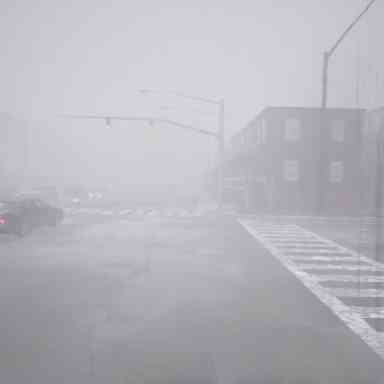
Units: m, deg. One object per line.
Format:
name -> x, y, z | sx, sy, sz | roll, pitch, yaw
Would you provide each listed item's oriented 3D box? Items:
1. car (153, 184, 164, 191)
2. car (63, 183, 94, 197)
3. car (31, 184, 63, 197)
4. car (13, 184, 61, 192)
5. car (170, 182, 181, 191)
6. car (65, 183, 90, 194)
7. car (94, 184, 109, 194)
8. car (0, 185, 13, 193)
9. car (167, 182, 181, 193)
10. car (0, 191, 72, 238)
car -> -6.888, -1.017, 69.481 | 1.812, 1.442, 4.674 | 1, 2, 0
car -> -14.055, -0.234, 40.572 | 1.882, 1.535, 5.008 | 1, 2, 1
car -> -17.552, -0.259, 40.421 | 1.812, 1.442, 4.674 | 1, 2, 1
car -> -14.160, 0.090, 31.003 | 1.882, 1.535, 5.008 | 1, 2, 0
car -> -3.385, -1.107, 69.447 | 2.097, 1.767, 4.553 | 1, 2, 0
car -> -17.469, -0.595, 50.952 | 2.033, 1.411, 5.357 | 1, 2, 0
car -> -13.974, -0.478, 50.276 | 1.994, 1.385, 4.181 | 1, 2, 0
car -> -17.642, 0.075, 31.729 | 1.994, 1.385, 4.181 | 1, 2, 0
car -> -3.434, -0.609, 59.215 | 1.837, 1.490, 4.892 | 1, 2, 0
car -> -7.040, 0.912, 13.596 | 2.033, 1.411, 5.357 | 1, 2, 0
